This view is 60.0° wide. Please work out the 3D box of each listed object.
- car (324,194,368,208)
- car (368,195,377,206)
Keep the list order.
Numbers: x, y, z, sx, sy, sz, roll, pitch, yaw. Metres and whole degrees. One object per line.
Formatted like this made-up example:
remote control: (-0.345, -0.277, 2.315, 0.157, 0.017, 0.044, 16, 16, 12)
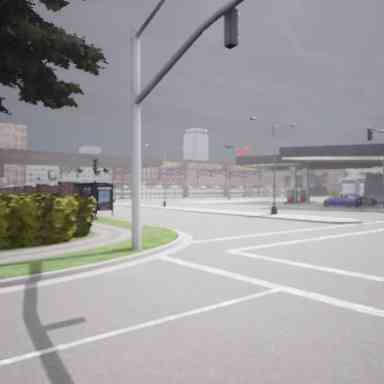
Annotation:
car: (18.814, 1.067, 41.616, 2.242, 1.667, 4.611, 0, 0, -35)
car: (23.081, 1.195, 45.539, 1.970, 1.475, 3.806, 0, 0, -35)
